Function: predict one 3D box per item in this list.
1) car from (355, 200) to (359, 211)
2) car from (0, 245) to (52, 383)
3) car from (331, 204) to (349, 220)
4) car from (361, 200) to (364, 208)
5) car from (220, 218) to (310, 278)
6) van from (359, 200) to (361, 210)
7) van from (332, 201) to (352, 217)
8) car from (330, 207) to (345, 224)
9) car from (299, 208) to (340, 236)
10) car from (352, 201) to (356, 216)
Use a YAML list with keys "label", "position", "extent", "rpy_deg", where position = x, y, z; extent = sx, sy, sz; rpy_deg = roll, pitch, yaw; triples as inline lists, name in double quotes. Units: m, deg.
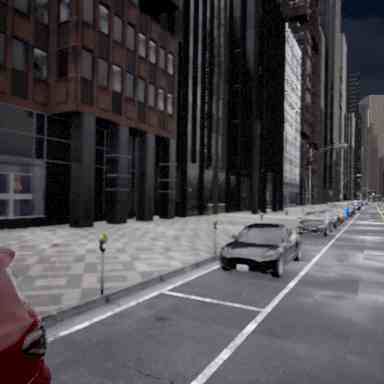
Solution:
- label: "car"
  position: [21.158, 2.188, 45.447]
  extent: [2.192, 1.841, 5.009]
  rpy_deg: [1, -1, 29]
- label: "car"
  position: [-2.931, 1.273, 1.089]
  extent: [2.192, 1.841, 5.009]
  rpy_deg: [1, -1, 29]
- label: "car"
  position: [13.043, 2.086, 30.510]
  extent: [1.752, 1.417, 4.829]
  rpy_deg: [1, -1, 29]
- label: "car"
  position: [31.865, 2.603, 65.162]
  extent: [2.192, 1.841, 5.009]
  rpy_deg: [1, -1, 29]
- label: "car"
  position: [2.417, 1.723, 10.944]
  extent: [1.947, 1.339, 4.313]
  rpy_deg: [1, -1, 29]
- label: "van"
  position: [29.188, 2.525, 60.233]
  extent: [1.690, 1.788, 3.998]
  rpy_deg: [1, -1, 29]
- label: "van"
  position: [15.805, 2.008, 35.590]
  extent: [1.690, 1.788, 3.998]
  rpy_deg: [1, -1, 29]
- label: "car"
  position: [10.447, 2.043, 25.730]
  extent: [1.802, 1.307, 4.206]
  rpy_deg: [1, -1, 29]
- label: "car"
  position: [7.771, 1.910, 20.802]
  extent: [2.008, 1.369, 4.403]
  rpy_deg: [1, -1, 29]
- label: "car"
  position: [18.479, 2.210, 40.517]
  extent: [1.967, 1.590, 4.097]
  rpy_deg: [1, -1, 29]
